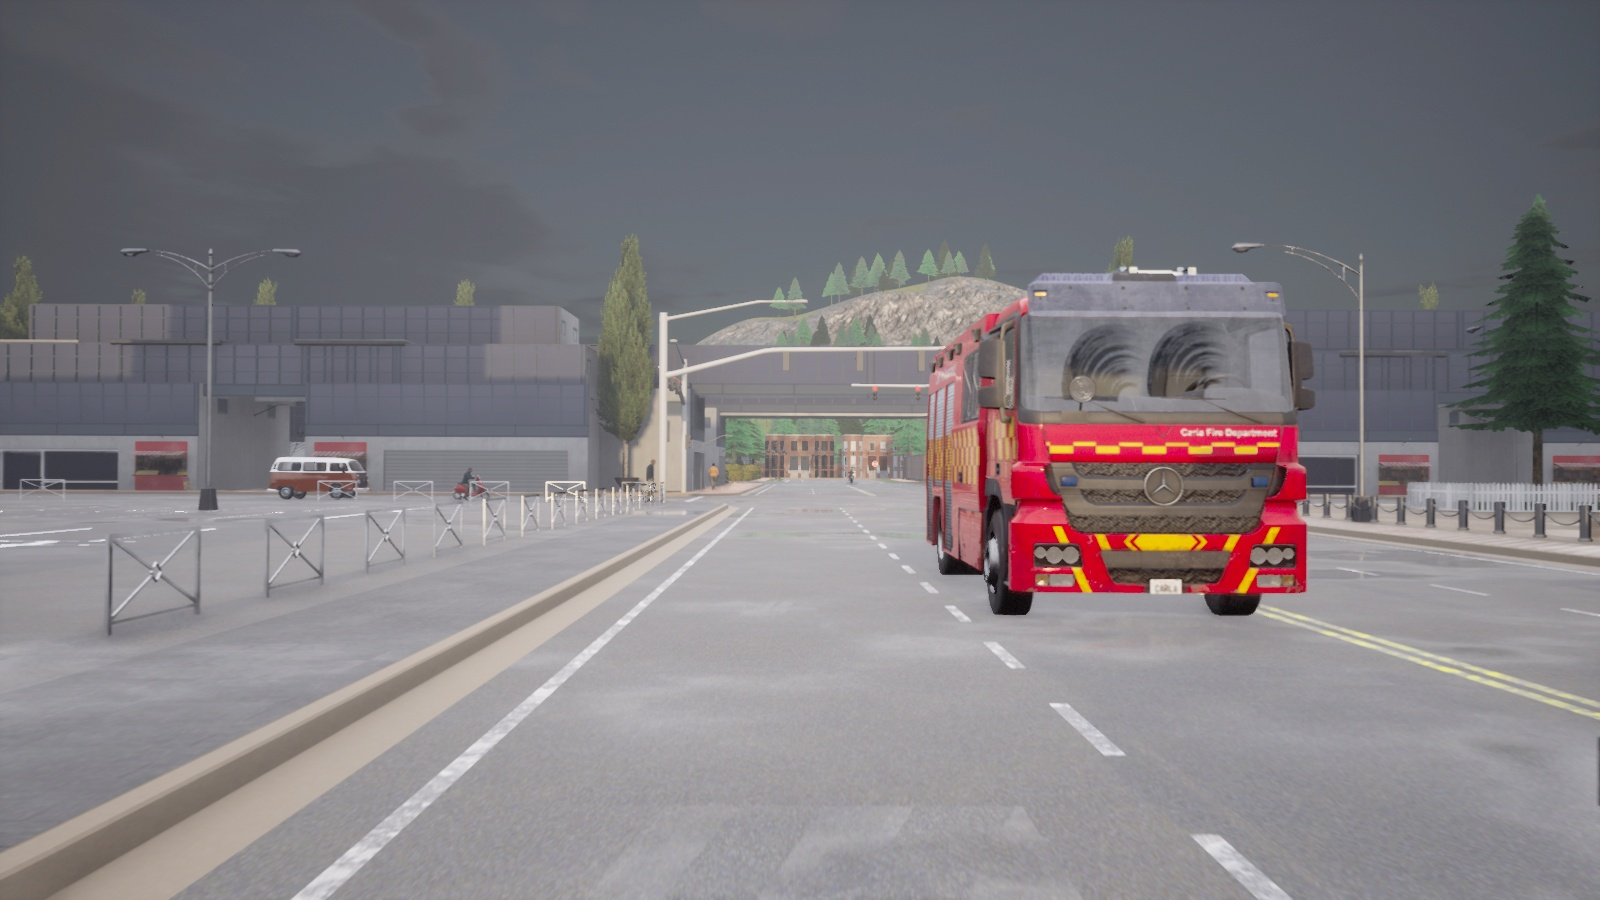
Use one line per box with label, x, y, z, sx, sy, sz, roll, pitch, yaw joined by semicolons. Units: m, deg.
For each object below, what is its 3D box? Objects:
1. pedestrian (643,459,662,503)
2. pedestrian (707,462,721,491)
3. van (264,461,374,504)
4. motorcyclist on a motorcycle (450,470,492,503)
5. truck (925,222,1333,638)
pedestrian;-6.159;1.291;52.451;0.726;1.842;0.402;0;-1;12
pedestrian;-5.702;1.760;83.484;0.874;1.855;0.900;0;-1;0
van;-23.212;1.549;60.716;4.480;2.038;2.069;0;-1;1
motorcyclist on a motorcycle;-15.851;1.747;60.540;1.817;1.590;0.866;0;-1;1
truck;3.459;-0.126;15.844;2.891;3.827;8.468;0;-1;0
